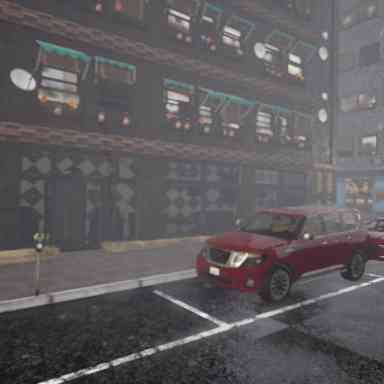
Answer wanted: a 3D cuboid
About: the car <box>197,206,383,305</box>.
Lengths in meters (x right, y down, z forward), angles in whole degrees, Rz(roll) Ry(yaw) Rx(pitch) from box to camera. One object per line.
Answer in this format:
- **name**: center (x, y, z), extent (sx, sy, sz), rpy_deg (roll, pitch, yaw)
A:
- **car**: center (2.521, 1.316, 8.338), extent (5.009, 1.841, 2.192), rpy_deg (0, 1, -36)
